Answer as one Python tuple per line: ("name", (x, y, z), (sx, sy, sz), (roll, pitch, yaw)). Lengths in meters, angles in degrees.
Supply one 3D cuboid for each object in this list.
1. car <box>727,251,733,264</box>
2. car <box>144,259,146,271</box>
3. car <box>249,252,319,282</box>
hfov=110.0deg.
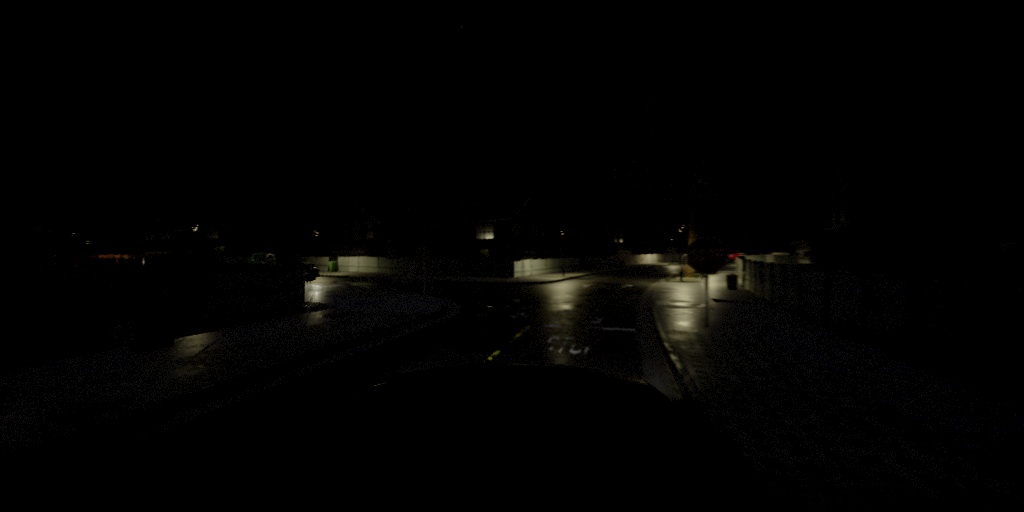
("car", (30.121, 0.429, 52.036), (1.837, 1.490, 4.892), (0, 1, 42))
("car", (-35.373, 0.996, 33.991), (4.181, 1.385, 1.994), (0, 0, 22))
("car", (-15.730, 0.749, 24.504), (5.566, 2.045, 2.150), (0, 1, 28))
